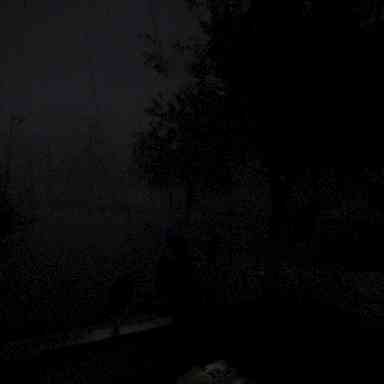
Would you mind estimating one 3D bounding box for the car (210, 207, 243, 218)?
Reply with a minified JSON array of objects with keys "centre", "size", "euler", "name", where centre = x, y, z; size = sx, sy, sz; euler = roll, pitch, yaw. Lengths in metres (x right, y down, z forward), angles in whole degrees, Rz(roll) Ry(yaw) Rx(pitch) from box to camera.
[{"centre":[5.068,3.002,49.080],"size":[4.892,1.490,1.837],"euler":[3,-2,-19],"name":"car"}]
